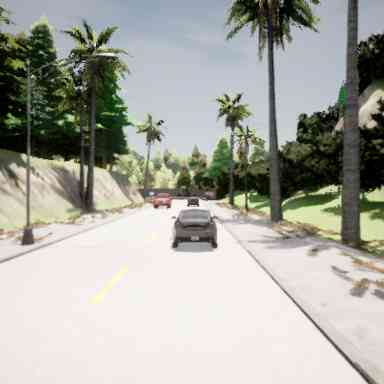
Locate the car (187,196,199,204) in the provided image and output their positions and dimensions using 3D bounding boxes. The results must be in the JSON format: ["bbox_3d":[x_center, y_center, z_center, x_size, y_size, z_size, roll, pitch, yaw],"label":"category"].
[{"bbox_3d":[0.179,1.473,54.997,1.882,1.535,5.008,0,0,0],"label":"car"}]

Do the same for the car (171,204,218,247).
[{"bbox_3d":[0.117,1.504,15.023,1.837,1.490,4.892,0,0,0],"label":"car"}]

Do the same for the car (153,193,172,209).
[{"bbox_3d":[-3.986,1.216,45.597,2.150,2.045,5.566,0,0,1],"label":"car"}]
